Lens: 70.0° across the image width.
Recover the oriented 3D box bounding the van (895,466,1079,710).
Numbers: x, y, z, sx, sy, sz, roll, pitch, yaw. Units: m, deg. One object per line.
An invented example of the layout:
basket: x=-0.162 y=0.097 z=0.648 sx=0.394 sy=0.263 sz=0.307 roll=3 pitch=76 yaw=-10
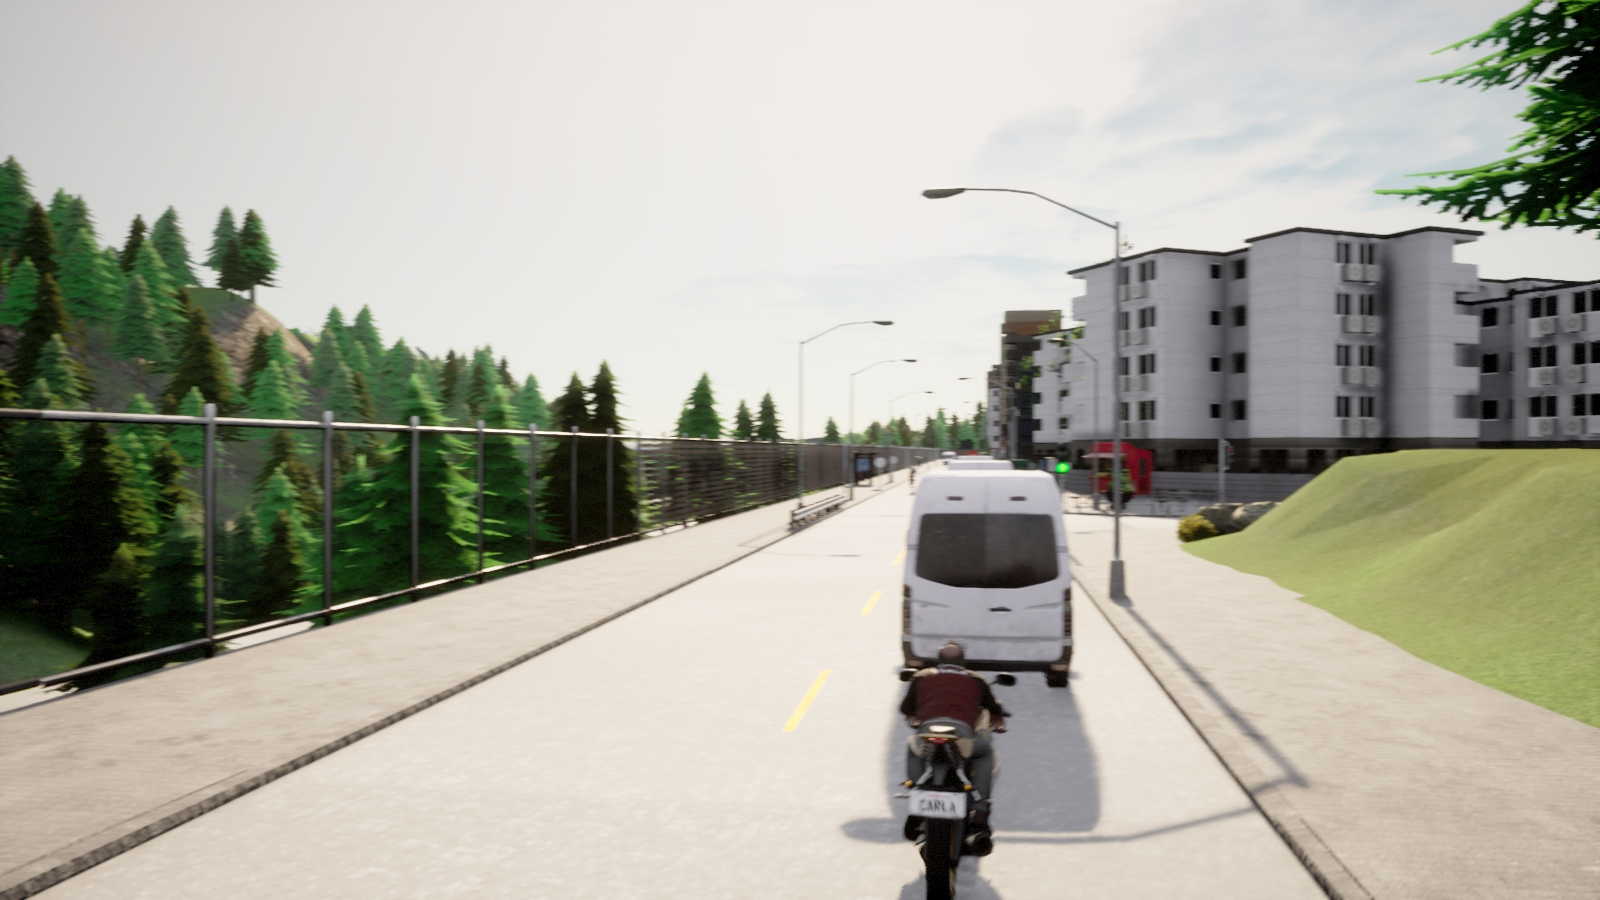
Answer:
van: x=2.493 y=1.543 z=15.489 sx=1.988 sy=2.561 sz=5.915 roll=0 pitch=0 yaw=9

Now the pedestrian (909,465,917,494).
pedestrian: x=7.247 y=1.884 z=73.251 sx=0.375 sy=1.860 sz=0.375 roll=0 pitch=0 yaw=32

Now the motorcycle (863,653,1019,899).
motorcycle: x=1.022 y=2.210 z=7.731 sx=0.867 sy=1.251 sz=2.209 roll=0 pitch=0 yaw=12
